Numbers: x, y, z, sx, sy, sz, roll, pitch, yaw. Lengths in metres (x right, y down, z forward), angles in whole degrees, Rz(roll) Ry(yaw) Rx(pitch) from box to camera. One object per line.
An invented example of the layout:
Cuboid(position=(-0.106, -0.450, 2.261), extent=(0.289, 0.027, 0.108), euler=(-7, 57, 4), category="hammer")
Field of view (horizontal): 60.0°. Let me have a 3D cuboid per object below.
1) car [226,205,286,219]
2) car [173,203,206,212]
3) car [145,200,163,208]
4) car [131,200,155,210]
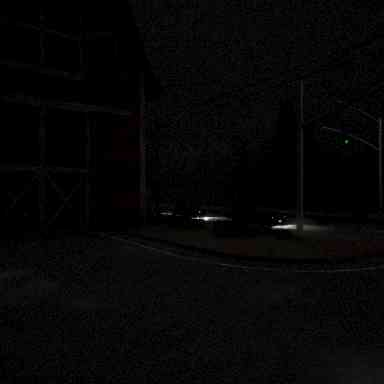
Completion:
Cuboid(position=(4.857, 1.722, 26.208), extent=(2.033, 1.411, 5.357), euler=(0, 0, -34), category="car")
Cuboid(position=(-0.365, 1.787, 33.819), extent=(1.994, 1.385, 4.181), euler=(0, 0, -34), category="car")
Cuboid(position=(-5.352, 1.869, 41.081), extent=(1.895, 1.301, 4.718), euler=(0, 0, -34), category="car")
Cuboid(position=(-7.439, 1.888, 50.651), extent=(1.994, 1.385, 4.181), euler=(0, 0, -34), category="car")
